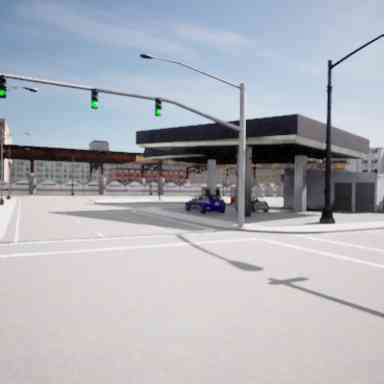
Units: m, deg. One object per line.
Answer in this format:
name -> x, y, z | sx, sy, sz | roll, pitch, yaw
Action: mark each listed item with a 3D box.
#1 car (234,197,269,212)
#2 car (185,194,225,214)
car -> 5.888, 1.221, 33.516 | 1.970, 1.475, 3.806 | 1, 1, -27
car -> 1.126, 1.026, 30.215 | 2.242, 1.667, 4.611 | 1, 1, -27
